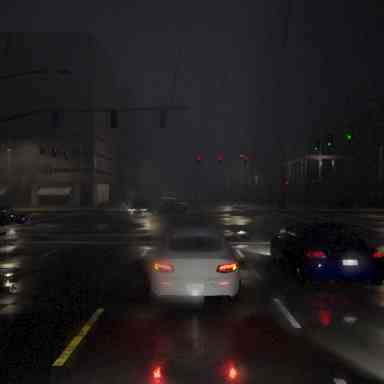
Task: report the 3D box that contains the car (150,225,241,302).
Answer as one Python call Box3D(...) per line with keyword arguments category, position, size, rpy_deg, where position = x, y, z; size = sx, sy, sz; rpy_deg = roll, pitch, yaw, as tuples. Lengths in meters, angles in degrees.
Box3D(category="car", position=(0.077, 1.525, 8.165), size=(1.812, 1.442, 4.674), rpy_deg=(0, 0, 0))

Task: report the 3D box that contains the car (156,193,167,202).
Box3D(category="car", position=(-6.934, 1.223, 76.512), size=(2.150, 2.045, 5.566), rpy_deg=(0, 0, 0))

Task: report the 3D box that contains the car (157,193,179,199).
Box3D(category="car", position=(-3.543, 1.221, 50.583), size=(2.150, 2.045, 5.566), rpy_deg=(0, 0, 0))

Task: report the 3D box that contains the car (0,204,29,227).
Box3D(category="car", position=(-13.159, 1.470, 21.847), size=(4.674, 1.442, 1.812), rpy_deg=(0, 0, 10))

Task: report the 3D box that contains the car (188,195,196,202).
Box3D(category="car", position=(0.068, 1.515, 77.875), size=(2.128, 1.511, 4.902), rpy_deg=(0, 0, 0))

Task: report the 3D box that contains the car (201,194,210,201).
Box3D(category="car", position=(3.576, 1.313, 86.954), size=(2.097, 1.767, 4.553), rpy_deg=(0, 0, 0))

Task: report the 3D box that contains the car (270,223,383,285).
Box3D(category="car", position=(3.587, 1.564, 9.531), size=(1.994, 1.385, 4.181), rpy_deg=(0, 0, 0))

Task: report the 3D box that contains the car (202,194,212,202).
Box3D(category="car", position=(3.568, 1.544, 78.429), size=(1.994, 1.385, 4.181), rpy_deg=(0, 0, 0))

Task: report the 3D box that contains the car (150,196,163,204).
Box3D(category="car", position=(-6.977, 1.562, 65.821), size=(1.994, 1.385, 4.181), rpy_deg=(0, 0, 1))

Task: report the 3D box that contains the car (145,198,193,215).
Box3D(category="car", position=(-2.198, 1.559, 32.703), size=(1.895, 1.301, 4.718), rpy_deg=(0, 0, 30))

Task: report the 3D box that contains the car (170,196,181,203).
Box3D(category="car", position=(-3.439, 1.550, 70.423), size=(1.994, 1.385, 4.181), rpy_deg=(0, 0, 0))

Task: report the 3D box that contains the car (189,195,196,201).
Box3D(category="car", position=(0.076, 1.491, 87.203), size=(1.812, 1.442, 4.674), rpy_deg=(0, 0, 0))

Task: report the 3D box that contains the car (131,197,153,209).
Box3D(category="car", position=(-7.082, 1.476, 46.101), size=(1.882, 1.535, 5.008), rpy_deg=(0, 0, 1))

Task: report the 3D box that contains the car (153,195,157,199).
Box3D(category="car", position=(-7.038, 1.546, 55.865), size=(2.033, 1.411, 5.357), rpy_deg=(0, 0, 0))
